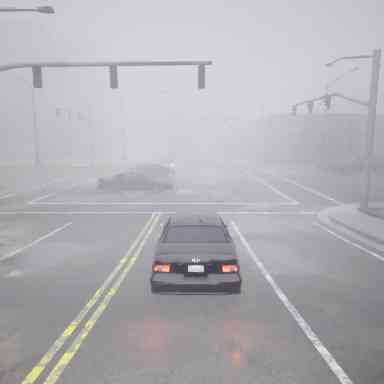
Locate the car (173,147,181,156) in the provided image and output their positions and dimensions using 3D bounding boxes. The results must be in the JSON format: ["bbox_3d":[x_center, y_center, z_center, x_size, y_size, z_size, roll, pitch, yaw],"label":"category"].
[{"bbox_3d":[-3.488,-6.881,60.993,1.837,1.490,4.892,0,9,0],"label":"car"}]

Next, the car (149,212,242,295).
[{"bbox_3d":[0.085,1.219,8.389,2.033,1.411,5.357,0,4,0],"label":"car"}]

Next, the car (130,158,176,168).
[{"bbox_3d":[-3.713,-2.003,30.993,1.837,1.490,4.892,11,14,42],"label":"car"}]

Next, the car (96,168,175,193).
[{"bbox_3d":[-3.929,-0.726,23.401,5.357,1.411,2.033,0,9,0],"label":"car"}]

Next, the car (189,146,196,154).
[{"bbox_3d":[0.107,-10.166,81.758,1.895,1.301,4.718,0,9,0],"label":"car"}]

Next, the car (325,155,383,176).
[{"bbox_3d":[17.068,-2.754,33.814,5.566,2.045,2.150,0,9,1],"label":"car"}]

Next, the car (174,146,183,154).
[{"bbox_3d":[-3.407,-8.503,71.188,2.033,1.411,5.357,0,9,0],"label":"car"}]

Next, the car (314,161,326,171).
[{"bbox_3d":[16.324,-3.050,37.320,4.902,1.511,2.128,0,9,0],"label":"car"}]

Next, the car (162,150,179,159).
[{"bbox_3d":[-3.529,-5.297,51.515,2.033,1.411,5.357,0,9,0],"label":"car"}]

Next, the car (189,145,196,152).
[{"bbox_3d":[0.120,-12.026,91.705,2.097,1.767,4.553,0,9,0],"label":"car"}]
